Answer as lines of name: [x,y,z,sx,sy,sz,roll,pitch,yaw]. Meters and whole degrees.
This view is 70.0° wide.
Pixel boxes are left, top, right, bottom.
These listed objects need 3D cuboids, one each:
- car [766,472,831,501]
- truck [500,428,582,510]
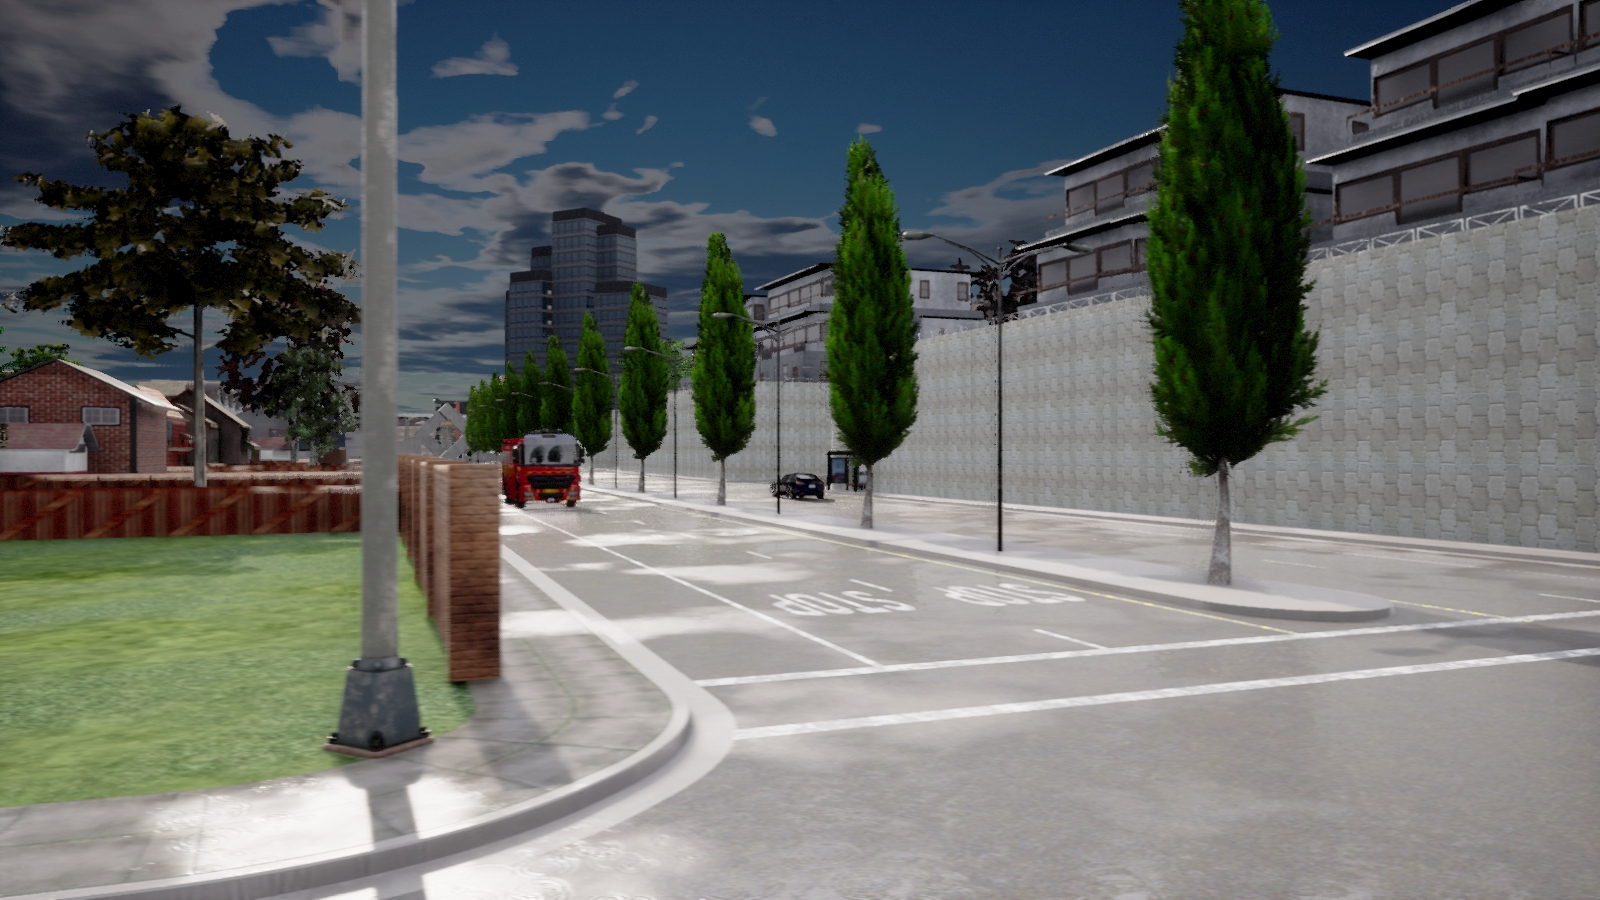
car: [-0.137,2.057,65.591,2.163,1.488,4.792,0,0,-21]
truck: [-13.179,0.888,57.613,2.891,3.827,8.468,0,0,-21]
